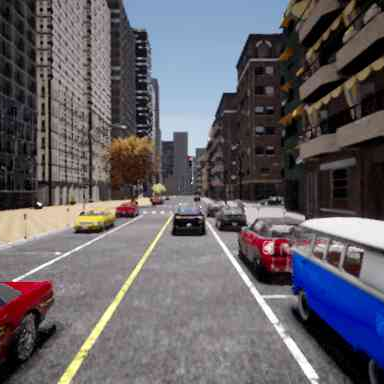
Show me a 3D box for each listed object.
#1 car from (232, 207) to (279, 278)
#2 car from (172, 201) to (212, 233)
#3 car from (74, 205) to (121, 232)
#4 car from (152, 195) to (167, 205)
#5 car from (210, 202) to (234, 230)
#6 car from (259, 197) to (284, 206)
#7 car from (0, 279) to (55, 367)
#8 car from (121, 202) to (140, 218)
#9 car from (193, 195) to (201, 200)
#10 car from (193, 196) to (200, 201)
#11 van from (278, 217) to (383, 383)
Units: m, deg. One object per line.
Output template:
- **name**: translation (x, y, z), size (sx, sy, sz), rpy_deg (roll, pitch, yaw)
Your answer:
- **car**: translation (2.563, 1.450, 10.148), size (1.967, 1.590, 4.097), rpy_deg (0, 0, -1)
- **car**: translation (-0.187, 1.546, 19.955), size (2.128, 1.511, 4.902), rpy_deg (0, 0, -1)
- **car**: translation (-5.981, 1.620, 20.914), size (1.752, 1.417, 4.829), rpy_deg (0, 0, -1)
- **car**: translation (-6.651, 1.561, 64.532), size (2.192, 1.841, 5.009), rpy_deg (0, 0, -1)
- **car**: translation (2.395, 1.591, 21.211), size (2.008, 1.369, 4.403), rpy_deg (0, 0, -1)
- **car**: translation (12.662, 1.411, 51.845), size (4.403, 1.369, 2.008), rpy_deg (-1, 1, -1)
- **car**: translation (-3.117, 1.630, 3.147), size (1.895, 1.301, 4.718), rpy_deg (0, 0, -1)
- **car**: translation (-6.154, 1.673, 32.148), size (1.887, 1.381, 4.507), rpy_deg (0, 0, -1)
- **car**: translation (1.393, 1.846, 86.748), size (1.947, 1.339, 4.313), rpy_deg (0, 0, -1)
- **car**: translation (1.305, 1.830, 92.441), size (1.752, 1.417, 4.829), rpy_deg (0, 0, -1)
- **van**: translation (2.647, 1.336, 4.616), size (1.690, 1.788, 3.998), rpy_deg (0, 0, -1)
